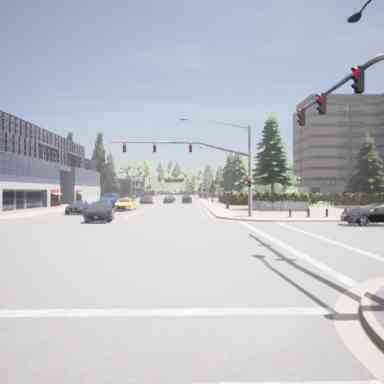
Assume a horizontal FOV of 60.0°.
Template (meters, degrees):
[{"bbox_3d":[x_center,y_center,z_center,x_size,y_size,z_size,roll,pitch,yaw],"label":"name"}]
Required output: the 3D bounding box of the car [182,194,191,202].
[{"bbox_3d":[-1.204,1.335,75.018,2.097,1.767,4.553,0,0,-1],"label":"car"}]

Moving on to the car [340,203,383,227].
[{"bbox_3d":[12.505,1.486,22.232,4.902,1.511,2.128,0,0,-1],"label":"car"}]

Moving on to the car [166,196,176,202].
[{"bbox_3d":[-4.709,1.489,75.265,1.895,1.301,4.718,0,0,-1],"label":"car"}]

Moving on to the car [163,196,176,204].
[{"bbox_3d":[-4.565,1.530,64.629,2.033,1.411,5.357,0,0,-1],"label":"car"}]

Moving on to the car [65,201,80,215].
[{"bbox_3d":[-11.238,1.555,33.469,1.994,1.385,4.181,0,0,-1],"label":"car"}]

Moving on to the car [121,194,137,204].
[{"bbox_3d":[-11.578,1.335,61.586,2.097,1.767,4.553,0,0,0],"label":"car"}]

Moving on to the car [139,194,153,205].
[{"bbox_3d":[-8.059,1.335,58.842,2.097,1.767,4.553,0,0,0],"label":"car"}]

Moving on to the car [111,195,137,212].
[{"bbox_3d":[-7.819,1.467,39.118,1.882,1.535,5.008,0,0,-1],"label":"car"}]

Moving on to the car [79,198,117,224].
[{"bbox_3d":[-7.003,1.471,25.192,1.882,1.535,5.008,0,0,-10],"label":"car"}]

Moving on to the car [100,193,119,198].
[{"bbox_3d":[-11.419,1.210,46.536,2.150,2.045,5.566,0,0,-1],"label":"car"}]

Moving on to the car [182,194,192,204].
[{"bbox_3d":[-0.968,1.487,64.953,1.837,1.490,4.892,0,0,-1],"label":"car"}]
